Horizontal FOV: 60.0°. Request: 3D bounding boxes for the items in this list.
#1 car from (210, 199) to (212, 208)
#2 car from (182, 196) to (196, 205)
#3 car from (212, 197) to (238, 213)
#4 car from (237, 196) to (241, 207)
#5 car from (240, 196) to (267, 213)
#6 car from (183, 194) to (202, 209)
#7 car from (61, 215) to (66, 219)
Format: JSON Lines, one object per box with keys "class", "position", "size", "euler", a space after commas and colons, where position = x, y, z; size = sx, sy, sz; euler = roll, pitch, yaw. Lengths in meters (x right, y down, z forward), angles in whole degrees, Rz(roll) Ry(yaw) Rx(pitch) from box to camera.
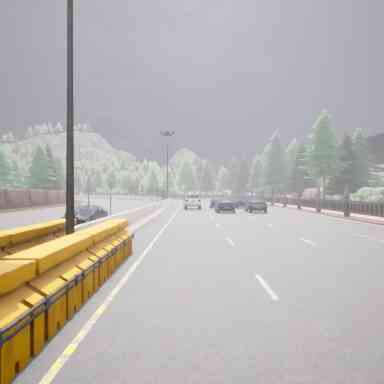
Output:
{"class": "car", "position": [3.530, 1.478, 47.477], "size": [1.882, 1.535, 5.008], "euler": [0, 0, 0]}
{"class": "car", "position": [-0.521, 1.491, 58.734], "size": [2.128, 1.511, 4.902], "euler": [0, 0, -5]}
{"class": "car", "position": [3.610, 1.478, 37.004], "size": [1.882, 1.535, 5.008], "euler": [0, 0, 0]}
{"class": "car", "position": [7.021, 1.352, 46.943], "size": [2.097, 1.767, 4.553], "euler": [0, 0, 0]}
{"class": "car", "position": [7.078, 1.492, 37.043], "size": [2.128, 1.511, 4.902], "euler": [0, 0, 0]}
{"class": "car", "position": [0.103, 1.221, 44.315], "size": [2.150, 2.045, 5.566], "euler": [0, 0, 0]}
{"class": "car", "position": [-6.989, 1.600, 22.283], "size": [2.033, 1.411, 5.357], "euler": [0, 0, 0]}
